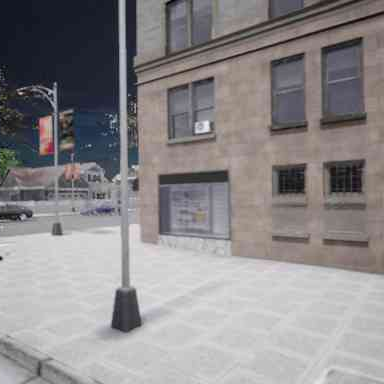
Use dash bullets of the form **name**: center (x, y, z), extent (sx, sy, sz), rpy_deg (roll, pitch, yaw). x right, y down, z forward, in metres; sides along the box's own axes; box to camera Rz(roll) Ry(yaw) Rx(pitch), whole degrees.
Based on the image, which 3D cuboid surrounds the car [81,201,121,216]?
- **car**: center (-9.612, 1.746, 35.596), extent (1.812, 1.442, 4.674), rpy_deg (-1, -1, 37)

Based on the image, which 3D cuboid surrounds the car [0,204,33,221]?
- **car**: center (-15.681, 1.744, 27.365), extent (1.837, 1.490, 4.892), rpy_deg (-1, -1, 36)
